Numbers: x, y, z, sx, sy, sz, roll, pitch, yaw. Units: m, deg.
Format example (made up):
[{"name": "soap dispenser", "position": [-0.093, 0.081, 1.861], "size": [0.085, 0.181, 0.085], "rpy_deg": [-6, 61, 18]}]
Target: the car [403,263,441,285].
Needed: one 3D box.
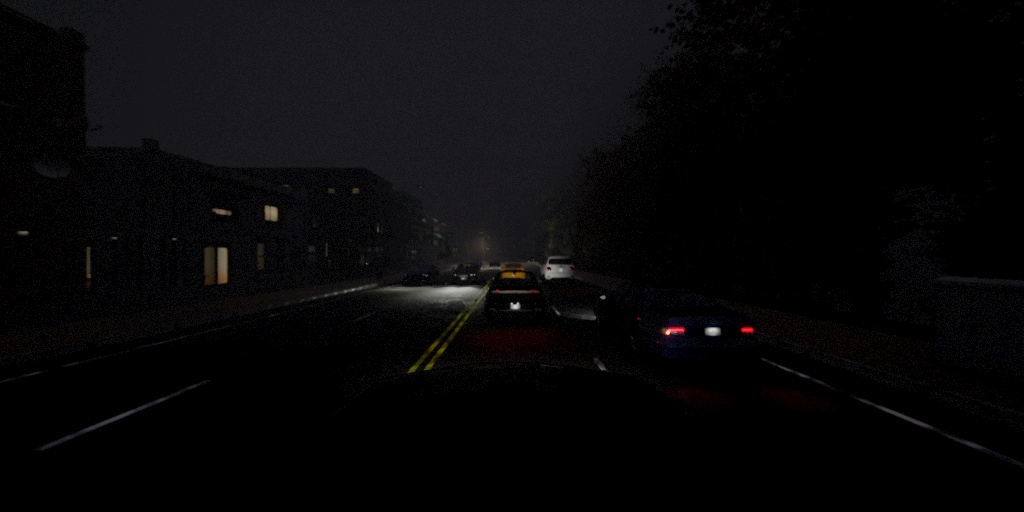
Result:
[{"name": "car", "position": [-6.593, 1.270, 26.576], "size": [1.882, 1.535, 5.008], "rpy_deg": [0, 0, 0]}]

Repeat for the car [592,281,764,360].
[{"name": "car", "position": [3.346, 1.310, 8.480], "size": [2.033, 1.411, 5.357], "rpy_deg": [0, 0, 0]}]

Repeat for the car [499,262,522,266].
[{"name": "car", "position": [0.105, 1.277, 29.838], "size": [1.882, 1.535, 5.008], "rpy_deg": [0, 0, 0]}]

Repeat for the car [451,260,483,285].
[{"name": "car", "position": [-3.343, 1.285, 26.949], "size": [2.128, 1.511, 4.902], "rpy_deg": [0, 0, 0]}]

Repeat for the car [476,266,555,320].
[{"name": "car", "position": [0.099, 1.261, 12.775], "size": [2.128, 1.511, 4.902], "rpy_deg": [0, 0, 0]}]

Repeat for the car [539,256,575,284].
[{"name": "car", "position": [3.354, 1.017, 27.295], "size": [2.150, 2.045, 5.566], "rpy_deg": [0, 0, 0]}]
